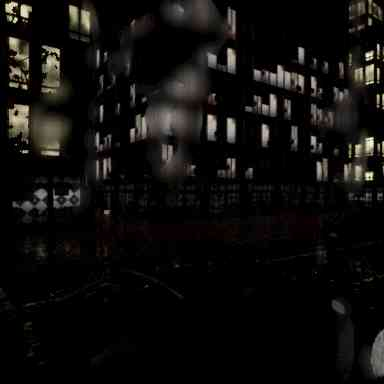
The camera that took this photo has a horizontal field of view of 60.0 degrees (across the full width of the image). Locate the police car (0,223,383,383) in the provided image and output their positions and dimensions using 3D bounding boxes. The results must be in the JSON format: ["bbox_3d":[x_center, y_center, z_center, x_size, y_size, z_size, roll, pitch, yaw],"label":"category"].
[{"bbox_3d":[0.480,1.425,3.777,5.238,1.638,1.930,0,0,-36],"label":"police car"}]

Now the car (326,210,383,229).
[{"bbox_3d":[8.140,1.563,16.226,4.313,1.339,1.947,0,0,-36],"label":"car"}]
